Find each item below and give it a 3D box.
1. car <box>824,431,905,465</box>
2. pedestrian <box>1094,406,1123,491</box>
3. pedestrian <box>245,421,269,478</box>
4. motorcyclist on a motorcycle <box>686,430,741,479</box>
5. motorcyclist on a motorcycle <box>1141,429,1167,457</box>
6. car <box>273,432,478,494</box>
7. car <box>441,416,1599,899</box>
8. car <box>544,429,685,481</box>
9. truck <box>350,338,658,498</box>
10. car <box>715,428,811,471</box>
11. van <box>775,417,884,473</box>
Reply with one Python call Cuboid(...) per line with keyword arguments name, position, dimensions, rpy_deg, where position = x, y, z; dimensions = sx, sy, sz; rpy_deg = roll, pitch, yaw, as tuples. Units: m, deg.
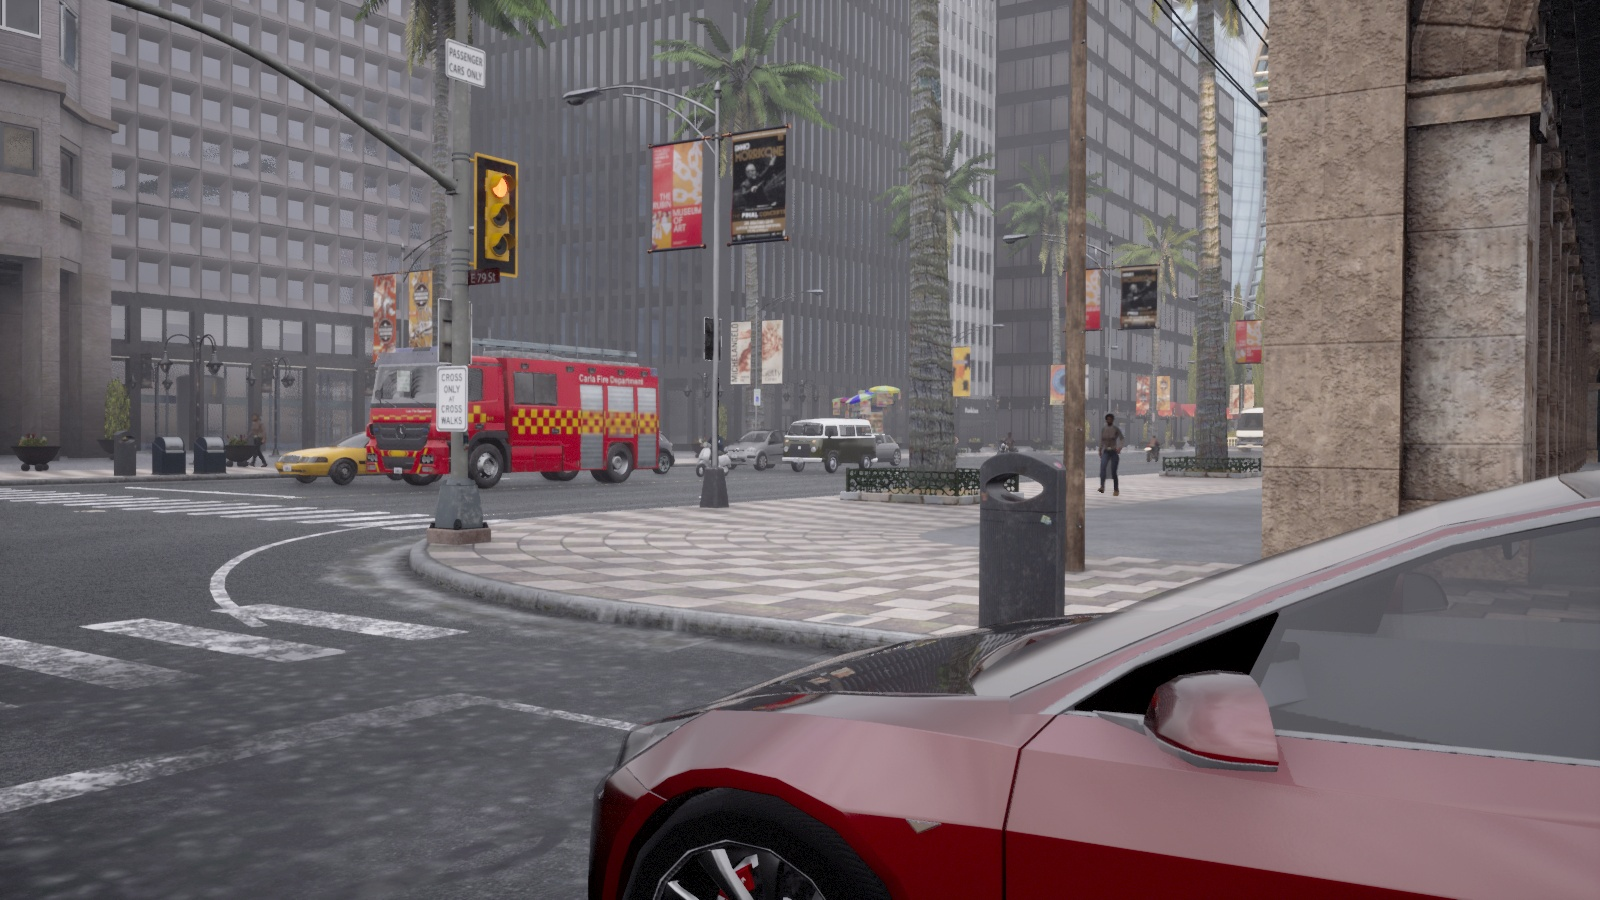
Cuboid(name="car", position=(2.949, -0.105, 56.751), dimensions=(1.970, 1.475, 3.806), rpy_deg=(0, 1, 33))
Cuboid(name="pedestrian", position=(6.685, -0.044, 27.198), dimensions=(0.328, 1.805, 0.869), rpy_deg=(0, 1, 33))
Cuboid(name="pedestrian", position=(-17.778, -0.012, 41.104), dimensions=(0.331, 1.846, 0.634), rpy_deg=(0, 1, 29))
Cuboid(name="motorcyclist on a motorcycle", position=(-2.858, 0.142, 41.631), dimensions=(0.866, 1.590, 1.817), rpy_deg=(0, 1, 33))
Cuboid(name="motorcyclist on a motorcycle", position=(19.636, -0.415, 69.669), dimensions=(0.797, 1.523, 2.044), rpy_deg=(0, 1, 33))
Cuboid(name="car", position=(-11.593, 0.301, 34.719), dimensions=(1.801, 1.575, 5.366), rpy_deg=(0, 1, 34))
Cuboid(name="car", position=(1.787, 0.681, 2.457), dimensions=(4.792, 1.488, 2.163), rpy_deg=(0, 1, 33))
Cuboid(name="car", position=(-6.252, 0.133, 42.845), dimensions=(2.033, 1.649, 4.856), rpy_deg=(0, 1, 34))
Cuboid(name="truck", position=(-7.730, -0.831, 34.274), dimensions=(2.891, 3.827, 8.468), rpy_deg=(0, 1, 33))
Cuboid(name="car", position=(-1.431, -0.042, 50.141), dimensions=(1.851, 1.617, 3.988), rpy_deg=(0, 1, 33))
Cuboid(name="van", position=(1.180, -0.208, 47.746), dimensions=(2.069, 2.038, 4.480), rpy_deg=(0, 1, 33))
